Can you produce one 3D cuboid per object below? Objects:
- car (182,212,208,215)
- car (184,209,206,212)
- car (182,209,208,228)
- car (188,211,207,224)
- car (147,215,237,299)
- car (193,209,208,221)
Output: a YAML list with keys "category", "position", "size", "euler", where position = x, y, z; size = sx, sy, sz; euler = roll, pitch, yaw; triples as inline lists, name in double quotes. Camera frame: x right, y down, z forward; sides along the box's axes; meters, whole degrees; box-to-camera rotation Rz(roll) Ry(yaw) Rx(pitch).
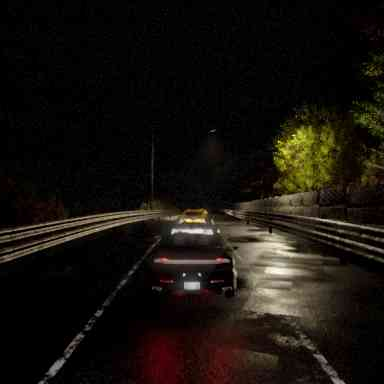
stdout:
- category: "car"
  position: [0.035, 1.876, 17.023]
  size: [1.895, 1.301, 4.718]
  euler: [0, -2, 1]
- category: "car"
  position: [0.139, 1.993, 23.346]
  size: [1.882, 1.535, 5.008]
  euler: [0, -3, 1]
- category: "car"
  position: [0.319, 2.313, 29.795]
  size: [2.128, 1.511, 4.902]
  euler: [0, -3, 2]
- category: "car"
  position: [0.658, 2.724, 35.783]
  size: [1.895, 1.301, 4.718]
  euler: [0, -3, 3]
- category: "car"
  position: [-0.004, 1.565, 8.613]
  size: [2.128, 1.511, 4.902]
  euler: [0, -1, 0]
- category: "car"
  position: [1.165, 3.069, 45.106]
  size: [1.882, 1.535, 5.008]
  euler: [0, -3, 4]
